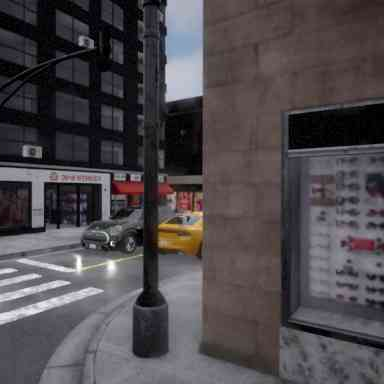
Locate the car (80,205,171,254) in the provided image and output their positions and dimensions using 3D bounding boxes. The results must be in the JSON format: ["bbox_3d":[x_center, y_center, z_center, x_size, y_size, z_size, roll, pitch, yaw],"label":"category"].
[{"bbox_3d":[-2.323,1.364,13.798,2.097,1.767,4.553,0,0,33],"label":"car"}]

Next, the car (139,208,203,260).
[{"bbox_3d":[0.463,1.499,12.849,1.882,1.535,5.008,0,0,33],"label":"car"}]
